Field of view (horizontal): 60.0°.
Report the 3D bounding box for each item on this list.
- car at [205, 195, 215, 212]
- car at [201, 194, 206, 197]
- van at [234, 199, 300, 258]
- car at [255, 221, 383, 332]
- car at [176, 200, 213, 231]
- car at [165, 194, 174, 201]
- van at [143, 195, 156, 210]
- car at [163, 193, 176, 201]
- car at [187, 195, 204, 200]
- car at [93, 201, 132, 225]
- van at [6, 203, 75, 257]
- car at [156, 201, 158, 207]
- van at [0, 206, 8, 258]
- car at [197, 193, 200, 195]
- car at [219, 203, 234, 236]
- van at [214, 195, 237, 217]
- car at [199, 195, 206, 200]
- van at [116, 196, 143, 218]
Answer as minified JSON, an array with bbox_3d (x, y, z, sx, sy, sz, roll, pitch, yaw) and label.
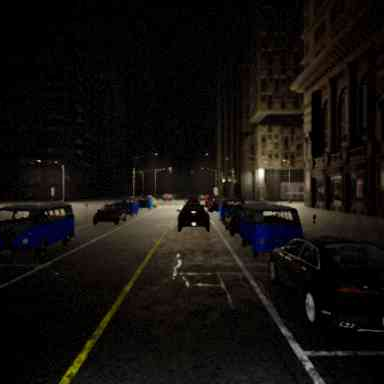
[{"bbox_3d":[2.771,1.409,35.153,1.967,1.590,4.097,0,0,0],"label":"car"},{"bbox_3d":[2.773,1.276,46.508,2.192,1.841,5.009,0,0,0],"label":"car"},{"bbox_3d":[2.764,1.328,12.443,1.690,1.788,3.998,0,0,0],"label":"van"},{"bbox_3d":[2.763,1.543,6.765,2.008,1.369,4.403,0,0,0],"label":"car"},{"bbox_3d":[0.106,1.485,20.568,1.837,1.490,4.892,0,0,0],"label":"car"},{"bbox_3d":[-5.742,1.383,84.756,1.967,1.590,4.097,0,0,0],"label":"car"},{"bbox_3d":[-5.753,1.307,40.823,1.690,1.788,3.998,0,0,0],"label":"van"},{"bbox_3d":[-5.743,1.260,79.115,2.192,1.841,5.009,0,0,0],"label":"car"},{"bbox_3d":[0.111,1.469,39.895,1.837,1.490,4.892,0,0,0],"label":"car"},{"bbox_3d":[-5.757,1.560,23.790,1.802,1.307,4.206,0,0,0],"label":"car"},{"bbox_3d":[-5.761,1.329,12.436,1.690,1.788,3.998,0,0,0],"label":"van"},{"bbox_3d":[-5.751,1.487,46.330,1.752,1.417,4.829,0,0,0],"label":"car"},{"bbox_3d":[-5.762,1.334,6.758,1.690,1.788,3.998,0,0,0],"label":"van"},{"bbox_3d":[2.784,1.494,84.763,2.008,1.369,4.403,0,0,0],"label":"car"},{"bbox_3d":[2.766,1.527,18.120,1.887,1.381,4.507,0,0,0],"label":"car"},{"bbox_3d":[2.767,1.318,23.798,1.690,1.788,3.998,0,0,0],"label":"van"},{"bbox_3d":[2.785,1.486,90.403,1.887,1.381,4.507,0,0,0],"label":"car"},{"bbox_3d":[-5.756,1.315,29.468,1.690,1.788,3.998,0,0,0],"label":"van"}]
